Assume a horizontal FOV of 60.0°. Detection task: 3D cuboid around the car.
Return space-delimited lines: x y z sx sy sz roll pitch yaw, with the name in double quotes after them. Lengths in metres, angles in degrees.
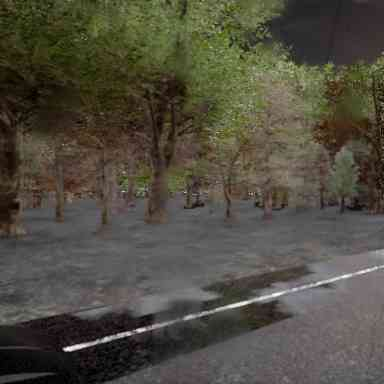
-3.113 1.473 1.528 5.008 1.535 1.882 0 0 -35 "car"
